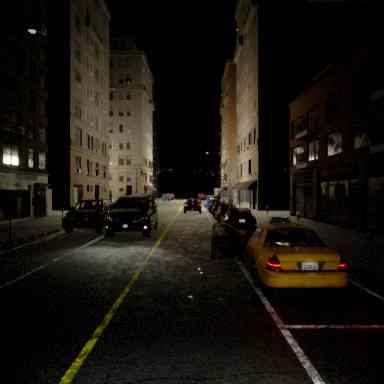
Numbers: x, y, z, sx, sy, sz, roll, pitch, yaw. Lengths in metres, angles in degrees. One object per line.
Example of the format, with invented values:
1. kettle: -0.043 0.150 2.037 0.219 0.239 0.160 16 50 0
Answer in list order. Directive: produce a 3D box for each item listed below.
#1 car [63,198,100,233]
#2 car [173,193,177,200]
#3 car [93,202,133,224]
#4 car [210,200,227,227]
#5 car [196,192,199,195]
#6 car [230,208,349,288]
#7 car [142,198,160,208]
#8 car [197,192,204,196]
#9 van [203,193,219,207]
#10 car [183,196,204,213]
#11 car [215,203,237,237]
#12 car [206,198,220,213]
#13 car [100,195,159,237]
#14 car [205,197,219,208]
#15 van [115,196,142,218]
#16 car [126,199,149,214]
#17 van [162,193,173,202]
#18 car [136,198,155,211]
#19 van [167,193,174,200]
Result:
1. car: -5.857 1.314 19.686 2.192 1.841 5.009 0 0 0
2. car: -5.854 1.249 86.395 2.192 1.841 5.009 0 0 0
3. car: -5.857 1.549 25.353 2.008 1.369 4.403 0 0 0
4. car: 2.668 1.564 25.366 1.947 1.339 4.313 0 0 0
5. car: 2.672 1.249 86.410 2.192 1.841 5.009 0 0 0
6. car: 2.351 1.456 9.190 1.801 1.575 5.366 0 0 0
7. car: -5.856 1.534 48.027 2.008 1.369 4.403 0 0 0
8. car: 2.671 1.391 75.240 1.967 1.590 4.097 0 0 0
9. van: 2.670 1.331 42.375 1.690 1.788 3.998 0 0 0
10. car: 0.072 1.521 36.114 1.812 1.442 4.674 0 0 0
11. car: 2.668 1.565 19.697 1.947 1.339 4.313 0 0 0
12. car: 2.669 1.549 31.035 2.008 1.369 4.403 0 0 0
13. car: -3.101 1.220 18.222 2.150 2.045 5.566 0 0 0
14. car: 2.669 1.577 36.705 1.802 1.307 4.206 0 0 0
15. van: -5.857 1.339 31.021 1.690 1.788 3.998 0 0 0
16. car: -5.856 1.520 36.521 1.752 1.417 4.829 0 0 0
17. van: -5.854 1.292 75.223 1.690 1.788 3.998 0 0 0
18. car: -5.856 1.515 42.190 1.752 1.417 4.829 0 0 0
19. van: -5.853 1.265 91.980 1.690 1.788 3.998 0 0 0
